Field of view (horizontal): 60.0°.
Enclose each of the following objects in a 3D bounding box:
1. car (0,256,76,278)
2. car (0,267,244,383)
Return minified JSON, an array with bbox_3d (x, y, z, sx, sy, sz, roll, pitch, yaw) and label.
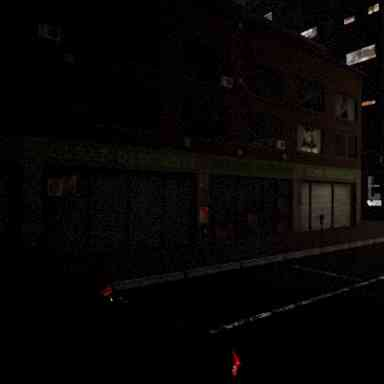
[{"bbox_3d":[-3.077,1.582,4.352,4.206,1.307,1.802,0,1,-36],"label":"car"},{"bbox_3d":[-1.554,1.564,2.269,4.181,1.385,1.994,0,0,-36],"label":"car"}]
